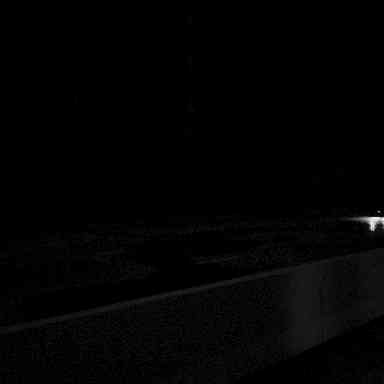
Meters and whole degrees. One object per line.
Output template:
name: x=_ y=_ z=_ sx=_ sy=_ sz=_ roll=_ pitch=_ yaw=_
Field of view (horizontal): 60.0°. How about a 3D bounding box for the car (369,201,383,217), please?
car: x=17.781 y=1.552 z=30.277 sx=4.181 sy=1.385 sz=1.994 roll=0 pitch=0 yaw=-42
